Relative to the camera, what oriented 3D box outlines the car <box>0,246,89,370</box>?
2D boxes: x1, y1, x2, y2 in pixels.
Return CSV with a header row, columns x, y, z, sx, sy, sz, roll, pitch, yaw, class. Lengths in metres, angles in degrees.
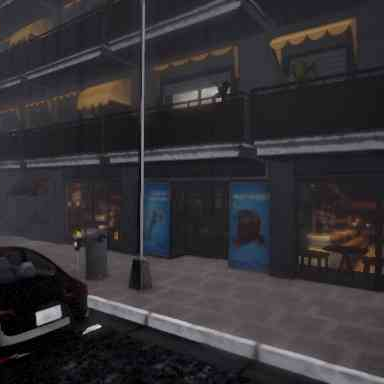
x,y,z,sx,sy,sz,roll,pitch,yaw,class
-3.464,1.561,5.332,4.313,1.339,1.947,0,1,36,car
